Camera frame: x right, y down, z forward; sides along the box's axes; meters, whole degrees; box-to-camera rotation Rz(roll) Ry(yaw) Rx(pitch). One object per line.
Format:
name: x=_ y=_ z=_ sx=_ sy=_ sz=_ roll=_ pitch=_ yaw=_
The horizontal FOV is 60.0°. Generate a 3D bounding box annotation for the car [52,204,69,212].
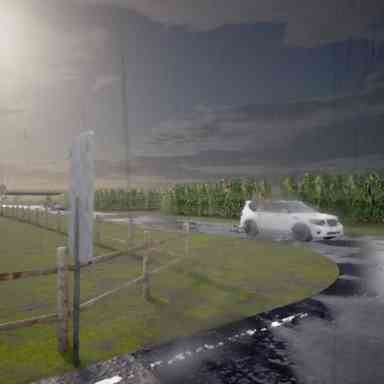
car: x=-22.397 y=2.642 z=56.435 sx=1.994 sy=1.385 sz=4.181 roll=1 pitch=-2 yaw=-35

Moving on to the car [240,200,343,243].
car: x=4.949 y=1.437 z=17.534 sx=2.150 sy=2.045 sz=5.566 roll=1 pitch=-1 yaw=-35
